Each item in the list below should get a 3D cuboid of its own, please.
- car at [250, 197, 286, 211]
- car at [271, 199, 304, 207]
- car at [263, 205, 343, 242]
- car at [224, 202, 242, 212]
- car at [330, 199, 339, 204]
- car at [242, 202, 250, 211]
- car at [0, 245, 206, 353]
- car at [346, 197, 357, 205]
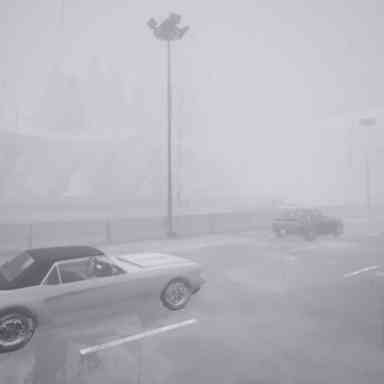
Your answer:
[{"bbox_3d":[9.925,1.668,41.204,2.150,2.045,5.566,-1,-1,42],"label":"car"},{"bbox_3d":[11.304,1.868,37.553,1.882,1.535,5.008,-1,-1,42],"label":"car"},{"bbox_3d":[6.200,1.670,17.549,4.902,1.511,2.128,0,-1,-41],"label":"car"},{"bbox_3d":[6.677,2.155,48.130,1.895,1.301,4.718,-1,-1,41],"label":"car"},{"bbox_3d":[32.141,2.163,75.064,1.882,1.535,5.008,-1,-1,25],"label":"car"},{"bbox_3d":[9.203,2.070,45.756,1.994,1.385,4.181,-1,-1,40],"label":"car"},{"bbox_3d":[-2.036,1.699,6.342,4.718,1.301,1.895,0,-1,-36],"label":"car"},{"bbox_3d":[34.498,1.924,71.871,1.837,1.490,4.892,-1,-1,26],"label":"car"}]
